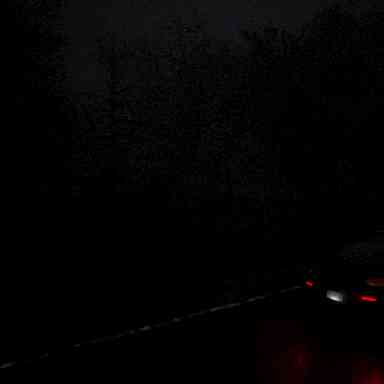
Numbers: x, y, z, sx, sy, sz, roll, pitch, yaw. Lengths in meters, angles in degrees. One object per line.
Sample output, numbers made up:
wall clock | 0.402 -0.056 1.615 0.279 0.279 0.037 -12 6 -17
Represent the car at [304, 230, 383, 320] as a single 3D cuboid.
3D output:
car | 4.192 1.508 6.740 4.674 1.442 1.812 0 0 -35
